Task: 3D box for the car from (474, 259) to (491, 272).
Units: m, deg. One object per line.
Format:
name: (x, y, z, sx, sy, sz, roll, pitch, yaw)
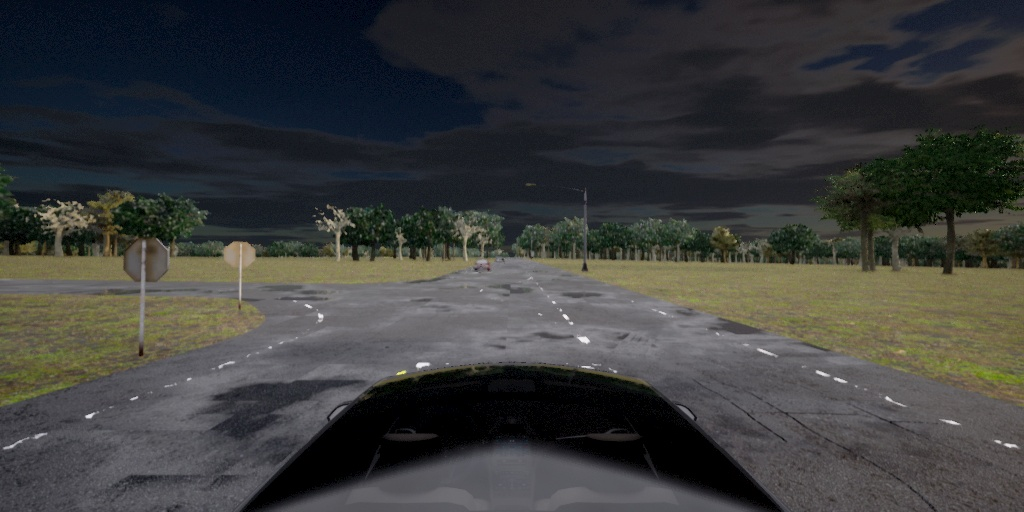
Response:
car: (-3.561, 1.153, 43.648, 1.812, 1.442, 4.674, 0, 0, 0)
